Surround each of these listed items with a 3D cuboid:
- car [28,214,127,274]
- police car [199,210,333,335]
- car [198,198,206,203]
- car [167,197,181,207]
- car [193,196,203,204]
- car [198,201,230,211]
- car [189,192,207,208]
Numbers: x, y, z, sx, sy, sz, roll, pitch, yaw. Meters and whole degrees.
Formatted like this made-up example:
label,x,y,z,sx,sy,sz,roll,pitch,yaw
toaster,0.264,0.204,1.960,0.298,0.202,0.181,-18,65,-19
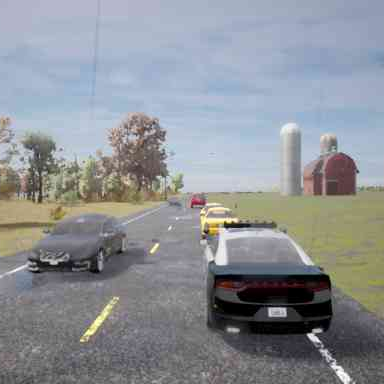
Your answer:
label,x,y,z,sx,sy,sz,roll,pitch,yaw
car,-3.385,1.505,10.680,1.837,1.490,4.892,0,0,1
police car,1.203,1.426,7.095,1.930,1.638,5.238,0,0,1
car,1.479,1.455,23.174,1.801,1.575,5.366,0,0,1
car,-2.678,1.493,51.652,1.837,1.490,4.892,0,0,1
car,1.134,1.483,64.168,1.837,1.490,4.892,0,0,1
car,1.376,1.456,17.174,1.801,1.575,5.366,0,0,1
car,0.906,1.212,47.273,2.150,2.045,5.566,0,0,0
